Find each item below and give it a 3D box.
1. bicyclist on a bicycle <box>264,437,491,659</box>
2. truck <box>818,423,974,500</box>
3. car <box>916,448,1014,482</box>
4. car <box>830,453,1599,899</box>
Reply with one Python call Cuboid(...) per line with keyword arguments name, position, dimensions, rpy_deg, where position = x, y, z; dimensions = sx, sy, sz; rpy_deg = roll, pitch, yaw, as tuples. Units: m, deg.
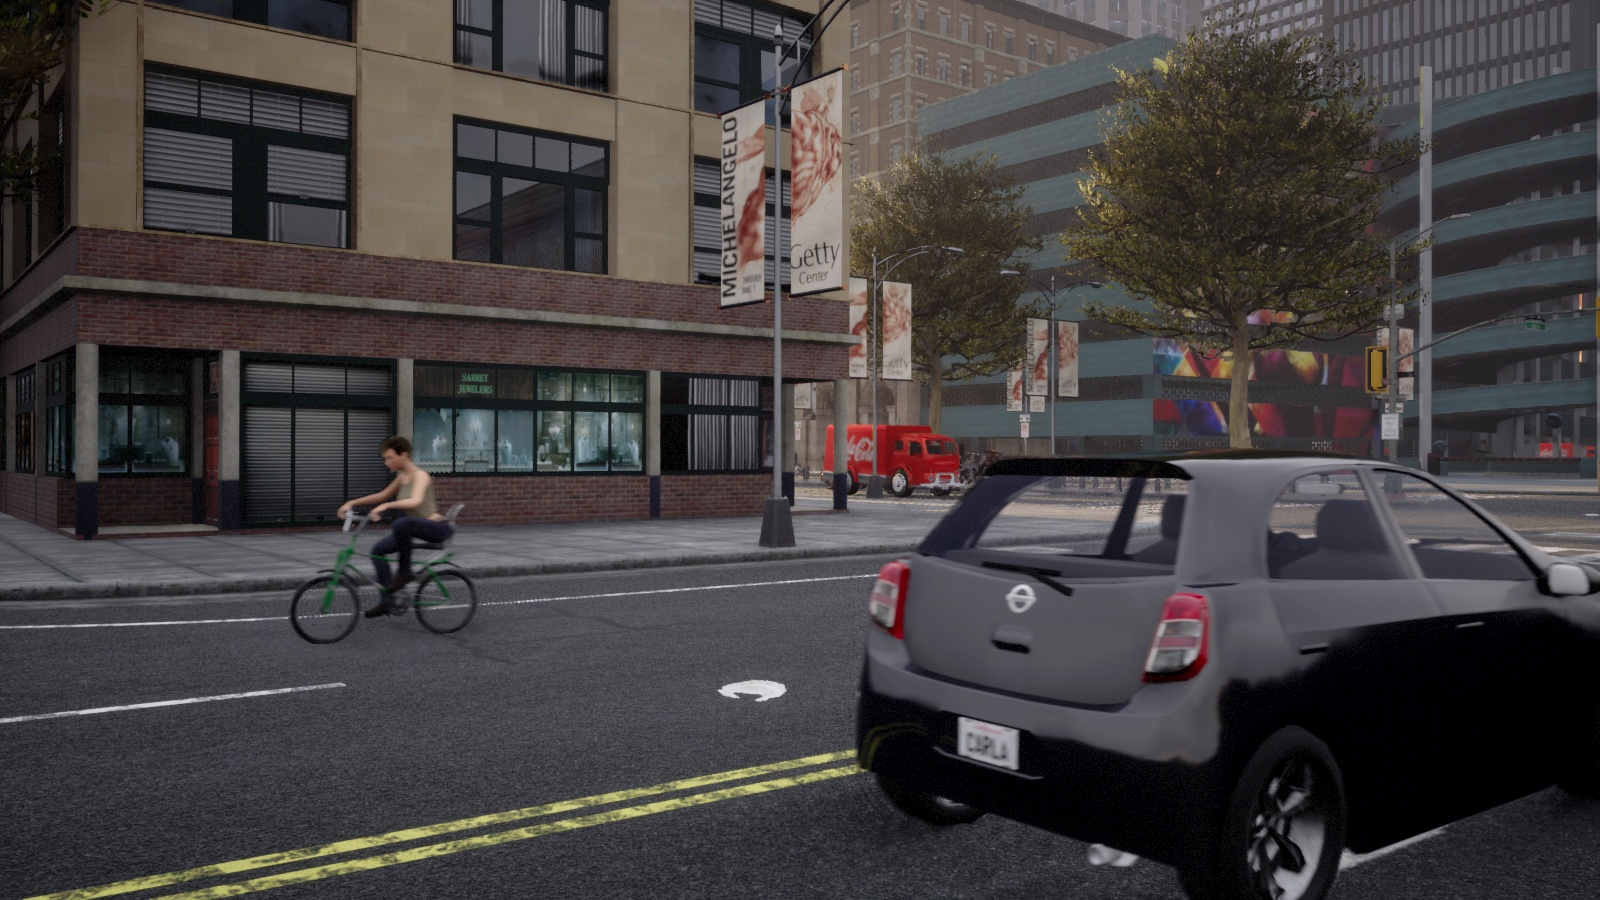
Cuboid(name="bicyclist on a bicycle", position=(-3.336, 0.713, 9.937), dimensions=(1.509, 1.612, 0.866), rpy_deg=(0, 0, -37))
Cuboid(name="truck", position=(3.288, 0.330, 44.182), dimensions=(2.627, 2.467, 5.204), rpy_deg=(0, 2, -37))
Cuboid(name="car", position=(8.176, 0.725, 62.567), dimensions=(2.242, 1.667, 4.611), rpy_deg=(0, 0, -37))
Cuboid(name="car", position=(2.124, 0.767, 5.290), dimensions=(3.633, 1.501, 1.845), rpy_deg=(0, 0, -37))
